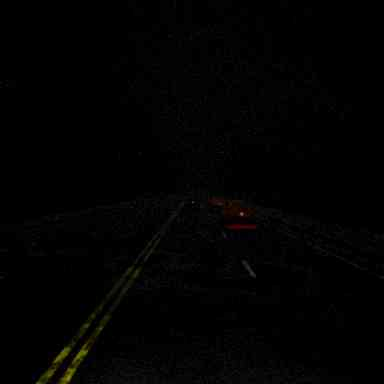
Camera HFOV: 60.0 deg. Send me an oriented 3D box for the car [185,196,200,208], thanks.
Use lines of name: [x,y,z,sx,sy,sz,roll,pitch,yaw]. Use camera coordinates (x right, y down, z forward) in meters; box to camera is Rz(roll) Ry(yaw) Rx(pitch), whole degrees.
car: [0.088,1.325,43.116,2.033,1.411,5.357,0,0,0]

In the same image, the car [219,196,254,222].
car: [3.338,1.330,24.788,1.882,1.535,5.008,0,0,0]

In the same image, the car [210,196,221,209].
car: [3.311,1.258,42.144,1.882,1.535,5.008,0,0,0]

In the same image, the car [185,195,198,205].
car: [-0.014,1.300,54.083,2.033,1.411,5.357,0,0,0]
